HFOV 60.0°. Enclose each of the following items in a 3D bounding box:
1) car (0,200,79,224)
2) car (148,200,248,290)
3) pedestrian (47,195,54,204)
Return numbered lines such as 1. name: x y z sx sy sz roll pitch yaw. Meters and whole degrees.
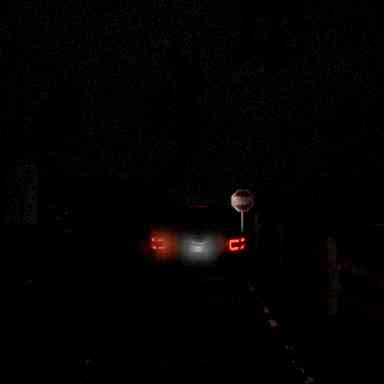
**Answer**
1. car: -10.218 1.310 22.392 5.008 1.535 1.882 1 -1 0
2. car: 0.116 1.223 9.209 2.150 2.045 5.566 0 0 0
3. pedestrian: -12.094 1.140 28.368 0.375 1.860 0.375 0 -2 0
